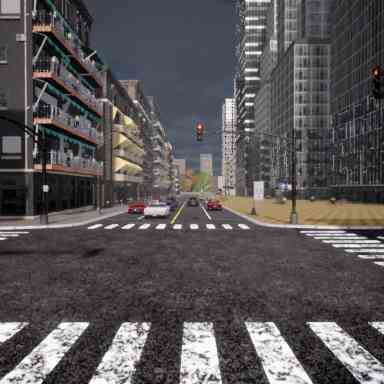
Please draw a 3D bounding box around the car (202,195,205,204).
[{"bbox_3d":[2.725,1.551,63.709,2.008,1.369,4.403,-1,0,0],"label":"car"}]

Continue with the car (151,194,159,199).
[{"bbox_3d":[-5.652,1.436,41.066,1.967,1.590,4.097,-1,0,0],"label":"car"}]

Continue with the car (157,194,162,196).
[{"bbox_3d":[-5.640,1.312,52.365,2.192,1.841,5.009,-1,0,0],"label":"car"}]

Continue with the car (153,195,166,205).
[{"bbox_3d":[-5.631,1.439,58.013,1.967,1.590,4.097,-1,0,0],"label":"car"}]

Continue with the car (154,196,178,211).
[{"bbox_3d":[-3.039,1.560,39.528,1.994,1.385,4.181,0,0,1],"label":"car"}]

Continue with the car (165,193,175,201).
[{"bbox_3d":[-5.598,1.322,86.258,2.192,1.841,5.009,-1,0,0],"label":"car"}]

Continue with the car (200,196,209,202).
[{"bbox_3d":[2.739,1.548,75.007,1.887,1.381,4.507,-1,0,0],"label":"car"}]

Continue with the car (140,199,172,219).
[{"bbox_3d":[-3.063,1.597,29.467,1.895,1.301,4.718,0,0,0],"label":"car"}]

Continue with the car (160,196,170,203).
[{"bbox_3d":[-5.615,1.584,69.311,1.802,1.307,4.206,-1,0,0],"label":"car"}]

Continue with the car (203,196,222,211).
[{"bbox_3d":[2.696,1.541,41.113,1.887,1.381,4.507,-1,0,0],"label":"car"}]

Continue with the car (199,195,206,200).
[{"bbox_3d":[2.759,1.535,92.125,1.752,1.417,4.829,-1,0,0],"label":"car"}]

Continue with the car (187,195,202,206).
[{"bbox_3d":[0.167,1.525,53.864,1.812,1.442,4.674,0,-1,0],"label":"car"}]

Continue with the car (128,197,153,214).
[{"bbox_3d":[-5.657,1.540,35.417,1.887,1.381,4.507,-1,0,0],"label":"car"}]

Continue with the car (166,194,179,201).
[{"bbox_3d":[-3.027,1.502,49.709,1.837,1.490,4.892,0,0,0],"label":"car"}]

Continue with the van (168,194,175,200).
[{"bbox_3d":[-5.591,1.351,91.906,1.690,1.788,3.998,-1,0,0],"label":"van"}]

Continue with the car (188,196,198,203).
[{"bbox_3d":[0.193,1.603,69.720,1.895,1.301,4.718,0,0,0],"label":"car"}]
